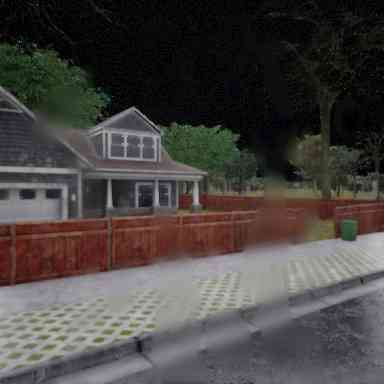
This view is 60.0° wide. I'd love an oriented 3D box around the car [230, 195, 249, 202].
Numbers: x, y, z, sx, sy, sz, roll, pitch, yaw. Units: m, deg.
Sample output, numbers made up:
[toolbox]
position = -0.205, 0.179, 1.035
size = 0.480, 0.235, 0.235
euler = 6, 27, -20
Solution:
[car]
position = 6.222, 1.055, 40.045
size = 1.882, 1.535, 5.008
euler = 0, 1, -36
